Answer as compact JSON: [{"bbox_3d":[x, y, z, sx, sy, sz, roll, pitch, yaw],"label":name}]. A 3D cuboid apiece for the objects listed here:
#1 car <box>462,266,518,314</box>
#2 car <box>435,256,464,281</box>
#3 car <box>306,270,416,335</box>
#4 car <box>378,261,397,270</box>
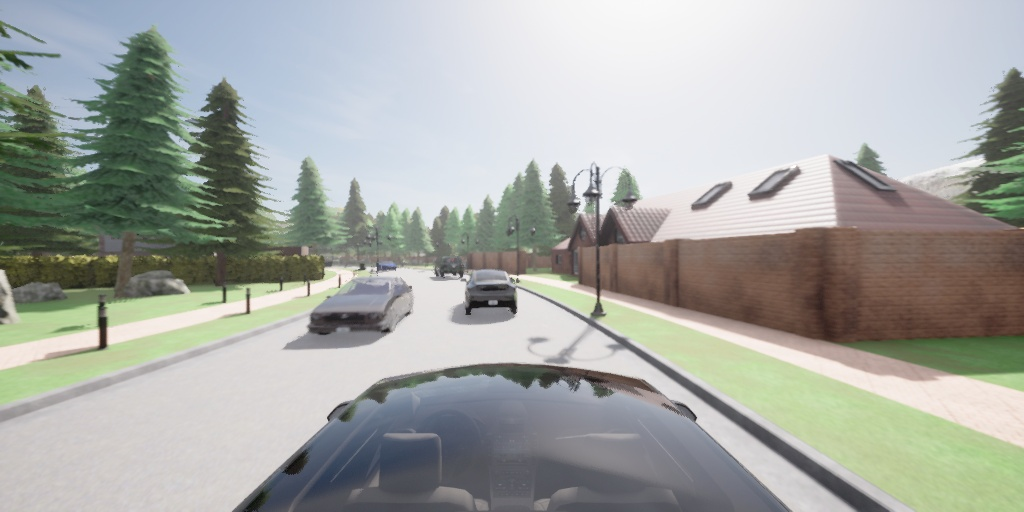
[{"bbox_3d":[-0.933,1.284,14.127,1.837,1.490,4.892,0,0,-8],"label":"car"},{"bbox_3d":[-6.276,1.069,35.603,2.150,2.045,5.566,0,0,-20],"label":"car"},{"bbox_3d":[-4.195,1.335,10.979,2.033,1.411,5.357,0,0,-6],"label":"car"},{"bbox_3d":[-17.782,1.409,51.141,1.882,1.535,5.008,0,0,-30],"label":"car"}]
